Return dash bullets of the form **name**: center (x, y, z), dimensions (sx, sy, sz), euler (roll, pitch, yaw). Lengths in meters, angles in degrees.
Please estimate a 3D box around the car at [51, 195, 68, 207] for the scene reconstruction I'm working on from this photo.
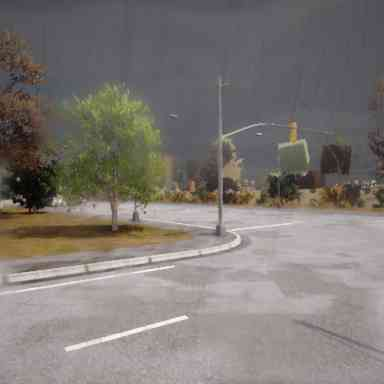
- **car**: center (-21.041, 1.511, 50.684), dimensions (1.812, 1.442, 4.674), euler (-1, 0, -39)

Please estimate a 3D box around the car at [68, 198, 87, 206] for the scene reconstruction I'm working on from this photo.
- **car**: center (-18.276, 1.419, 52.828), dimensions (1.882, 1.535, 5.008), euler (-1, 0, -39)
